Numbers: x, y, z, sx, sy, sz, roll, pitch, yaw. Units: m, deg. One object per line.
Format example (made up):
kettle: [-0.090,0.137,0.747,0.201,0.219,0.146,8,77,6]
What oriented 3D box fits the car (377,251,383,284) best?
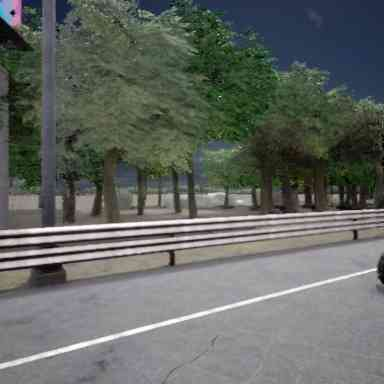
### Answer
car: [6.369,1.564,8.069,4.181,1.385,1.994,0,0,-34]
